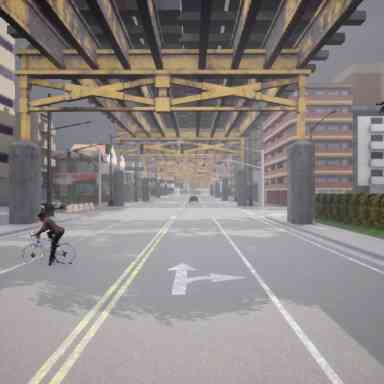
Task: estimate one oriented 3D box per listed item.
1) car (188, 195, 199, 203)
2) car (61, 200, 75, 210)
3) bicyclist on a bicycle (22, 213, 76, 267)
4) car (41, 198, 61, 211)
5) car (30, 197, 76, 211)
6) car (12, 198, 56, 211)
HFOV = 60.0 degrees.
[{"bbox_3d":[0.347,1.489,71.231,1.837,1.490,4.892,0,0,0],"label":"car"},{"bbox_3d":[-16.617,1.295,39.823,4.536,1.218,1.853,0,0,-20],"label":"car"},{"bbox_3d":[-4.393,1.455,10.169,1.656,1.620,0.582,-2,0,0],"label":"bicyclist on a bicycle"},{"bbox_3d":[-16.916,1.453,35.683,4.974,1.542,2.038,0,0,25],"label":"car"},{"bbox_3d":[-16.569,1.453,39.840,4.974,1.542,2.038,0,0,-20],"label":"car"},{"bbox_3d":[-16.963,1.295,35.705,4.536,1.218,1.853,0,0,25],"label":"car"}]
